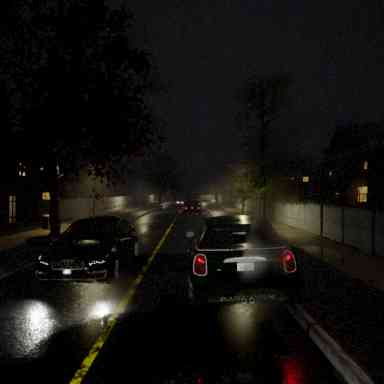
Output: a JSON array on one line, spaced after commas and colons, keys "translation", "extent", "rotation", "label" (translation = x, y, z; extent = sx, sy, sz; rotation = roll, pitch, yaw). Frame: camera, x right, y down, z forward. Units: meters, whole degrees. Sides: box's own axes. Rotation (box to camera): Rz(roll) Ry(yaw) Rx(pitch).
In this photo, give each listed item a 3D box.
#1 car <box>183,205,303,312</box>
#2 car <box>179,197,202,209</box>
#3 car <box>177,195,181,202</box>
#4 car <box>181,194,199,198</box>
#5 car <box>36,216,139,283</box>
[{"translation": [0.927, 1.324, 7.887], "extent": [2.097, 1.767, 4.553], "rotation": [-2, 0, 0], "label": "car"}, {"translation": [0.048, 1.571, 33.966], "extent": [2.033, 1.411, 5.357], "rotation": [0, 0, 1], "label": "car"}, {"translation": [-2.796, 1.598, 82.927], "extent": [2.128, 1.511, 4.902], "rotation": [0, 0, 0], "label": "car"}, {"translation": [0.007, 1.257, 44.618], "extent": [2.150, 2.045, 5.566], "rotation": [0, 0, 1], "label": "car"}, {"translation": [-2.755, 1.510, 9.742], "extent": [1.837, 1.490, 4.892], "rotation": [0, 0, 0], "label": "car"}]
